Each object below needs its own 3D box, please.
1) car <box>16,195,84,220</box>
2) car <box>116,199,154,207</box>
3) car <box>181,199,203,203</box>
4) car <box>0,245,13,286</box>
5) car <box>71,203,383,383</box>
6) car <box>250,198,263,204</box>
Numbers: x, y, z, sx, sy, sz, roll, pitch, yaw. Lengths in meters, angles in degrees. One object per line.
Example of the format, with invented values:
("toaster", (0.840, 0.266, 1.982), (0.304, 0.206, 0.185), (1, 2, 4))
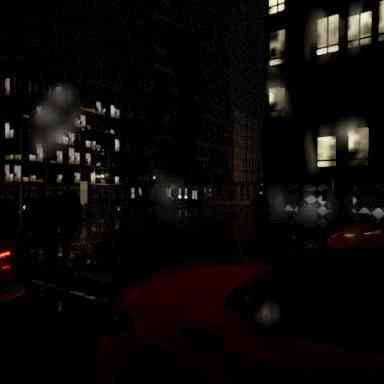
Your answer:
("car", (-12.245, 1.276, 29.174), (2.150, 2.045, 5.566), (1, 0, 39))
("car", (-6.310, 1.591, 37.198), (2.128, 1.511, 4.902), (1, 0, 37))
("car", (-0.155, 1.672, 45.448), (1.812, 1.442, 4.674), (1, 0, 36))
("car", (-6.128, 1.521, 8.041), (4.674, 1.442, 1.812), (0, 0, 35))
("car", (1.773, 1.221, 2.421), (5.566, 2.045, 2.150), (0, 0, 35))
("car", (11.628, 1.789, 55.953), (2.033, 1.411, 5.357), (1, 0, 37))
